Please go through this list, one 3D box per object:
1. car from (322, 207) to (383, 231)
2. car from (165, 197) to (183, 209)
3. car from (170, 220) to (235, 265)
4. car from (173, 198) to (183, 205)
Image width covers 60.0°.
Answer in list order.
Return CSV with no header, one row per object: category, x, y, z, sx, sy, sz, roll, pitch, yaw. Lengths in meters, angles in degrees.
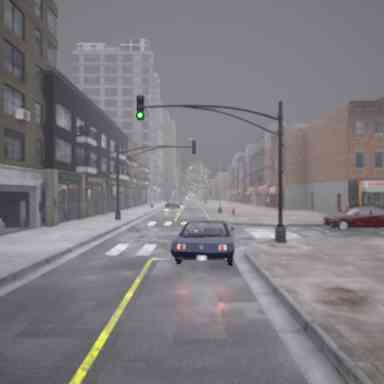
car,10.354,1.591,20.385,4.507,1.381,1.887,0,0,0
car,-2.868,1.553,49.327,2.097,1.767,4.553,0,0,0
car,0.570,1.632,11.835,1.895,1.301,4.718,0,0,7
car,-2.799,1.946,66.797,1.895,1.301,4.718,0,-1,0
